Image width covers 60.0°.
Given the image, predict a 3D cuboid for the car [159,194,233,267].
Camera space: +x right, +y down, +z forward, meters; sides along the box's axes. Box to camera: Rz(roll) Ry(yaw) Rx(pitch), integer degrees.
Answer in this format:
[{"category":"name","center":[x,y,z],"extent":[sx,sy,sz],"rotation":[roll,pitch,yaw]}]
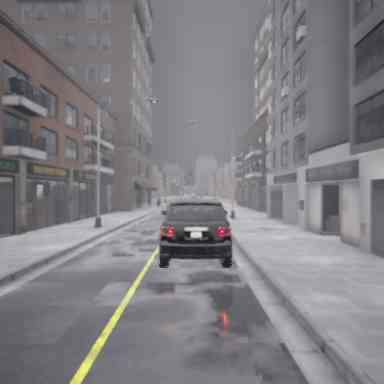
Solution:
[{"category":"car","center":[0.084,1.237,11.604],"extent":[2.150,2.045,5.566],"rotation":[0,0,-1]}]

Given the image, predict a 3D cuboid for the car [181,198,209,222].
[{"category":"car","center":[0.300,1.393,27.723],"extent":[2.097,1.767,4.553],"rotation":[0,0,2]}]

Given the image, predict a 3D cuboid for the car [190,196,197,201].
[{"category":"car","center":[0.465,1.720,94.923],"extent":[1.947,1.339,4.313],"rotation":[0,0,0]}]

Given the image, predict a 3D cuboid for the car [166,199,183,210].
[{"category":"car","center":[-2.295,1.635,44.448],"extent":[1.994,1.385,4.181],"rotation":[0,0,1]}]
